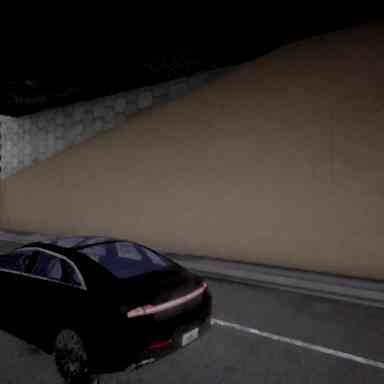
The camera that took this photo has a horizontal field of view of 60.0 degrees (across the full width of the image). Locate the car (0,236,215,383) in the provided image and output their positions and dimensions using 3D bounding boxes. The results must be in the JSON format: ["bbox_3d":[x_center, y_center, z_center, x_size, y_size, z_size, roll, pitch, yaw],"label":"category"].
[{"bbox_3d":[-1.980,1.468,5.332,4.902,1.511,2.128,0,0,36],"label":"car"}]
